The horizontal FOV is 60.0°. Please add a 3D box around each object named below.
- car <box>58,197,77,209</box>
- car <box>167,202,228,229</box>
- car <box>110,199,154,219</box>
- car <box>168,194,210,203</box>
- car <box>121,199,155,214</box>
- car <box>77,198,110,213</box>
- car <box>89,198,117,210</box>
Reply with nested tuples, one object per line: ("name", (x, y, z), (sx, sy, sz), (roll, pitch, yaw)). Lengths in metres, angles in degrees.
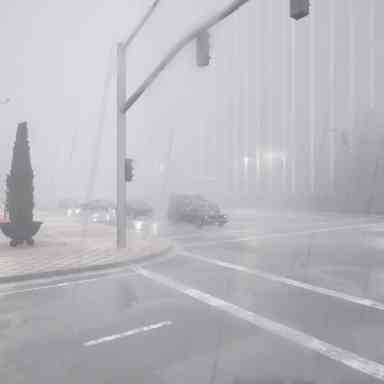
("car", (-17.177, 1.493, 46.270), (2.128, 1.511, 4.902), (0, 0, -35))
("car", (0.270, 1.602, 21.958), (1.895, 1.301, 4.718), (0, 0, -34))
("car", (-5.184, 1.479, 29.599), (1.882, 1.535, 5.008), (0, 0, -36))
("car", (0.024, 1.223, 28.371), (2.150, 2.045, 5.566), (0, 0, -36))
("car", (-5.989, 1.527, 36.706), (1.812, 1.442, 4.674), (0, 0, -36))
("car", (-11.098, 1.602, 37.791), (1.895, 1.301, 4.718), (0, 0, -36))
("car", (-12.180, 1.549, 45.292), (2.033, 1.411, 5.357), (0, 0, -36))
